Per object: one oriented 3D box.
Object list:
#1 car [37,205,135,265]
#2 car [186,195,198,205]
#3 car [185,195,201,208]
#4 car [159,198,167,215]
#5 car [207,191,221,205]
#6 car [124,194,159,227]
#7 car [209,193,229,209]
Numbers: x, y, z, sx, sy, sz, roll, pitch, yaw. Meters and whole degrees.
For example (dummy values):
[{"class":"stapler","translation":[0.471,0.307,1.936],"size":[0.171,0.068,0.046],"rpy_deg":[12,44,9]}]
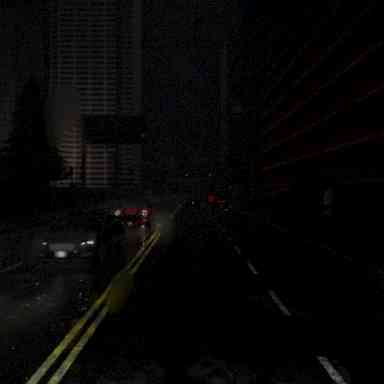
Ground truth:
[{"class":"car","translation":[-3.596,1.426,11.570],"size":[2.128,1.511,4.902],"rpy_deg":[0,0,0]},{"class":"car","translation":[-0.015,1.191,51.940],"size":[1.837,1.490,4.892],"rpy_deg":[0,0,0]},{"class":"car","translation":[0.091,1.307,43.028],"size":[1.994,1.385,4.181],"rpy_deg":[0,0,0]},{"class":"car","translation":[-3.508,1.333,31.474],"size":[1.812,1.442,4.674],"rpy_deg":[0,0,0]},{"class":"car","translation":[3.485,0.921,51.292],"size":[2.150,2.045,5.566],"rpy_deg":[0,0,0]},{"class":"car","translation":[-3.574,1.223,21.493],"size":[2.097,1.767,4.553],"rpy_deg":[0,0,0]},{"class":"car","translation":[3.488,1.267,41.410],"size":[1.837,1.490,4.892],"rpy_deg":[0,0,0]}]
